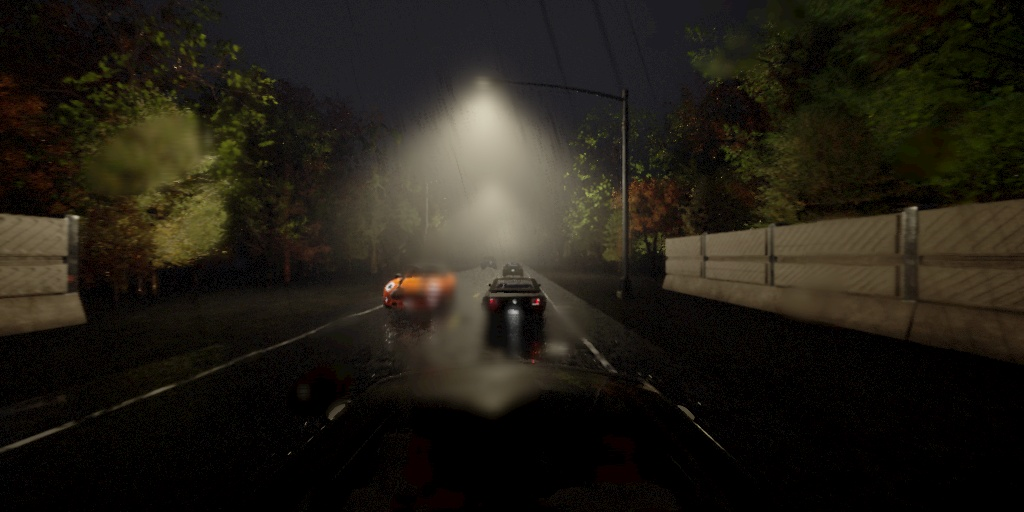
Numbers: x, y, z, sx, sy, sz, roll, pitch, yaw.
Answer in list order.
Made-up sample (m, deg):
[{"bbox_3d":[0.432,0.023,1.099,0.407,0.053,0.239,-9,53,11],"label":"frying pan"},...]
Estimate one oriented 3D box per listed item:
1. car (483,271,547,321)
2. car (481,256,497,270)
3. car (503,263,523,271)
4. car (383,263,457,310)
[{"bbox_3d":[0.089,1.371,12.673,1.895,1.301,4.718,0,0,0],"label":"car"},{"bbox_3d":[-3.577,1.029,55.964,2.150,2.045,5.566,0,0,1],"label":"car"},{"bbox_3d":[0.089,1.365,36.354,1.994,1.385,4.181,0,0,0],"label":"car"},{"bbox_3d":[-3.589,1.117,14.755,2.097,1.767,4.553,1,0,0],"label":"car"}]
